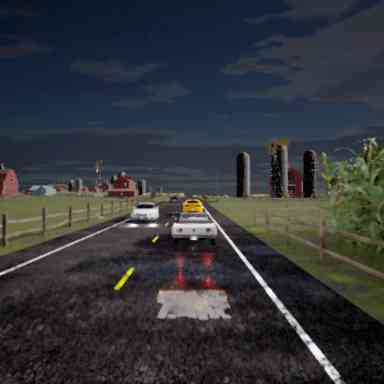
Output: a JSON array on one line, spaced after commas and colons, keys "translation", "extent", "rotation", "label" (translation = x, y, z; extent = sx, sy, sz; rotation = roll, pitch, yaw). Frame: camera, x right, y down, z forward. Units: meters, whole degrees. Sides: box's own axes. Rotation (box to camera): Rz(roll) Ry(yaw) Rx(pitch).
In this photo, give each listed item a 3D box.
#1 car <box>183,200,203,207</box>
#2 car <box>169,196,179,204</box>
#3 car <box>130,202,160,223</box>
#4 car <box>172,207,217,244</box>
[{"translation": [0.087, 1.519, 34.302], "extent": [1.882, 1.535, 5.008], "rotation": [0, 0, 0], "label": "car"}, {"translation": [-3.512, 1.582, 66.674], "extent": [1.812, 1.442, 4.674], "rotation": [0, 0, 0], "label": "car"}, {"translation": [-3.603, 1.554, 26.144], "extent": [1.812, 1.442, 4.674], "rotation": [0, 0, 0], "label": "car"}, {"translation": [0.091, 1.615, 15.910], "extent": [1.895, 1.301, 4.718], "rotation": [0, 0, 0], "label": "car"}]
